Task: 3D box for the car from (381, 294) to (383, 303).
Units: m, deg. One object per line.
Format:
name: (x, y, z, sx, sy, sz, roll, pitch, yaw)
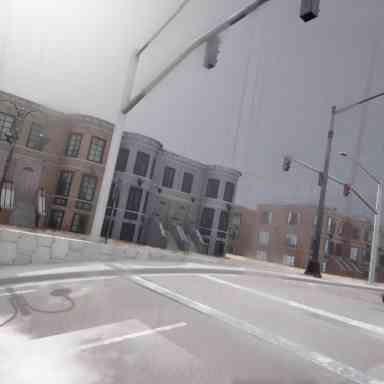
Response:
car: (7.422, 2.926, 9.270, 5.357, 1.411, 2.033, 16, -10, -34)
